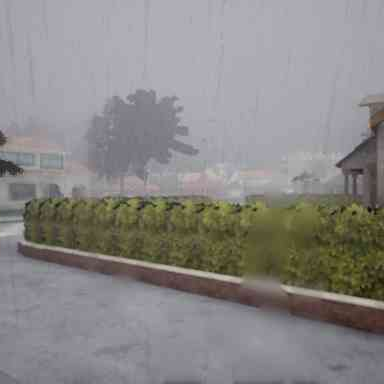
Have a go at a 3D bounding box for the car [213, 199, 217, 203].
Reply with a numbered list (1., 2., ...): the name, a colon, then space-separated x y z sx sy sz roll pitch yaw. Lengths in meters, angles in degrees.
1. car: 1.841 1.522 41.717 2.033 1.411 5.357 0 0 36
